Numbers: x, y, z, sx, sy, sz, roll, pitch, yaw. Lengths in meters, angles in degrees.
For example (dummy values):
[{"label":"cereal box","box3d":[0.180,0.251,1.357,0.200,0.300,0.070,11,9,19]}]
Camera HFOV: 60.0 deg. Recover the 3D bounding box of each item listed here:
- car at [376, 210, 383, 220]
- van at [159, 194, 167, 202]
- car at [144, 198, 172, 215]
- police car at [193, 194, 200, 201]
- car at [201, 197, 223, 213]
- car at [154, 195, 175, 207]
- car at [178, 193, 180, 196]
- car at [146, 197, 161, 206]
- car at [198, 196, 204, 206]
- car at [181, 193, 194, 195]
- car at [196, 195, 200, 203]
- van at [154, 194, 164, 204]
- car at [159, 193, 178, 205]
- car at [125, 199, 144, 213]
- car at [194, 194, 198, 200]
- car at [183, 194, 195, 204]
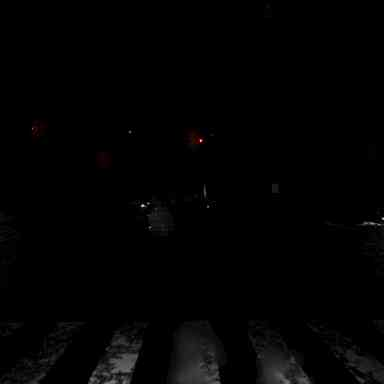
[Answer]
[{"label":"car","box3d":[14.710,1.249,21.033,5.357,1.411,2.033,-1,0,-1]},{"label":"van","box3d":[-6.741,1.369,77.475,1.690,1.788,3.998,0,0,-1]},{"label":"car","box3d":[-3.458,1.569,34.287,1.994,1.385,4.181,0,0,-1]},{"label":"police car","box3d":[1.203,1.464,90.558,1.930,1.638,5.238,0,0,-1]},{"label":"car","box3d":[2.376,1.556,36.381,2.008,1.369,4.403,0,0,-1]},{"label":"car","box3d":[-3.583,1.485,43.479,1.882,1.535,5.008,0,0,-1]},{"label":"car","box3d":[-3.820,1.508,62.408,2.128,1.511,4.902,0,0,0]},{"label":"car","box3d":[-6.429,1.579,55.824,1.947,1.339,4.313,0,0,-1]},{"label":"car","box3d":[2.220,1.554,47.269,1.887,1.381,4.507,0,0,-1]},{"label":"car","box3d":[-0.943,1.550,75.571,2.128,1.511,4.902,0,0,-1]},{"label":"car","box3d":[2.142,1.562,52.713,2.008,1.369,4.403,0,0,-1]},{"label":"van","box3d":[-6.585,1.361,66.649,1.690,1.788,3.998,0,0,-1]},{"label":"car","box3d":[-3.709,1.364,52.629,2.097,1.767,4.553,0,0,-1]},{"label":"car","box3d":[-6.148,1.556,36.262,2.008,1.369,4.403,0,0,-1]},{"label":"car","box3d":[2.000,1.568,62.584,2.008,1.369,4.403,0,0,-1]},{"label":"car","box3d":[-0.706,1.620,65.643,1.895,1.301,4.718,0,0,-1]}]
